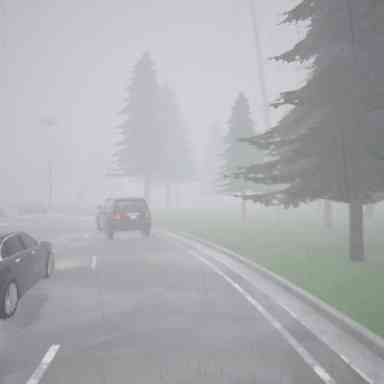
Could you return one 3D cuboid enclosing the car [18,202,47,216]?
[{"bbox_3d":[-17.529,1.809,36.582,1.812,1.442,4.674,-1,0,-44],"label":"car"}]

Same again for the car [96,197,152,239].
[{"bbox_3d":[-3.821,1.291,18.155,2.150,2.045,5.566,-1,0,-23],"label":"car"}]

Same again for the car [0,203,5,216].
[{"bbox_3d":[-21.957,1.701,36.035,2.097,1.767,4.553,-1,0,-43],"label":"car"}]

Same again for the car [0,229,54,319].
[{"bbox_3d":[-4.431,1.575,7.299,1.837,1.490,4.892,0,0,-10],"label":"car"}]
